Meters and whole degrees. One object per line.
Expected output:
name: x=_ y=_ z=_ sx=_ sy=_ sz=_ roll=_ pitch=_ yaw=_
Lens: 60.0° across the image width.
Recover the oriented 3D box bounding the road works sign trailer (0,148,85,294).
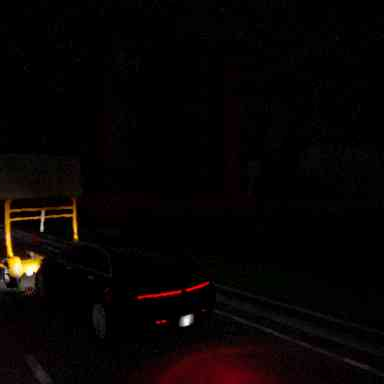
road works sign trailer: x=-4.342 y=0.599 z=9.581 sx=2.380 sy=3.560 sz=2.880 roll=-2 pitch=1 yaw=-43

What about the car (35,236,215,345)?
car: x=-1.661 y=1.666 z=6.798 sx=1.837 sy=1.490 sz=4.892 roll=2 pitch=-1 yaw=-41
